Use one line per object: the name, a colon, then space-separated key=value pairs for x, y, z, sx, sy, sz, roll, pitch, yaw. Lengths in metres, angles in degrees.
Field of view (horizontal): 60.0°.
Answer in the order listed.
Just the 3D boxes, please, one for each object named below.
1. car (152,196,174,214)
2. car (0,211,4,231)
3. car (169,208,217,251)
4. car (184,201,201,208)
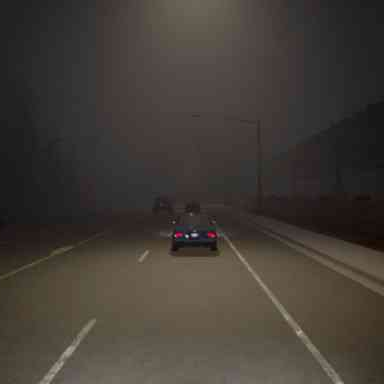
car: x=-3.409 y=1.531 z=39.518 sx=2.150 sy=2.045 sz=5.566 roll=0 pitch=0 yaw=0
car: x=-10.549 y=1.336 z=14.425 sx=2.150 sy=2.045 sz=5.566 roll=0 pitch=-1 yaw=1
car: x=0.096 y=1.663 z=14.746 sx=2.033 sy=1.411 sz=5.357 roll=0 pitch=0 yaw=0
car: x=0.090 y=1.799 z=41.272 sx=1.882 sy=1.535 sz=5.008 roll=0 pitch=0 yaw=0
